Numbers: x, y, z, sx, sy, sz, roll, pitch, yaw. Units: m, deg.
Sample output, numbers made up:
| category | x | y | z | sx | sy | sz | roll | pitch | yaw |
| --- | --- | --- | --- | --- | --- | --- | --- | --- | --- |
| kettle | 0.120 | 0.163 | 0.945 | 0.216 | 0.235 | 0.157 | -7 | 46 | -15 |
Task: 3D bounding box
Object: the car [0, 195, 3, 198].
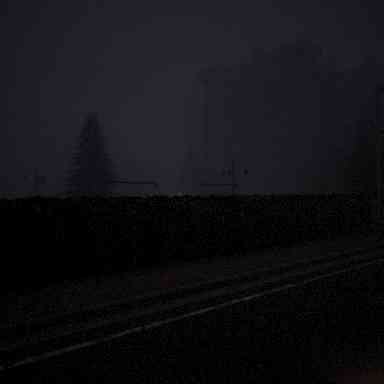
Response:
| category | x | y | z | sx | sy | sz | roll | pitch | yaw |
| --- | --- | --- | --- | --- | --- | --- | --- | --- | --- |
| car | -40.344 | 1.374 | 67.378 | 3.633 | 1.501 | 1.845 | 0 | 0 | -38 |
